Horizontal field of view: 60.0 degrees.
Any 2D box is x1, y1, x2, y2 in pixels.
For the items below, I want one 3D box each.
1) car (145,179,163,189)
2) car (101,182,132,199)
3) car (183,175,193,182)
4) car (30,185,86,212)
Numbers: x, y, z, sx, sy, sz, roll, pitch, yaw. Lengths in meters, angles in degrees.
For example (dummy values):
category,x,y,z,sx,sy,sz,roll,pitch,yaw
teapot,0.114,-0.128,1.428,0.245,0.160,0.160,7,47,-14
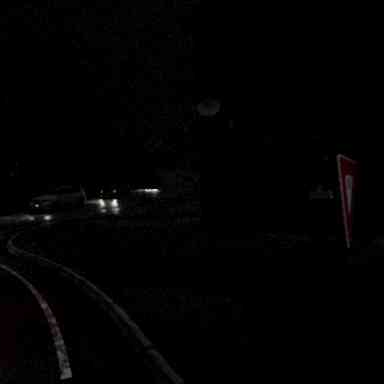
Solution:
category,x,y,z,sx,sy,sz,roll,pitch,yaw
car,-5.979,-1.260,52.133,1.994,1.385,4.181,0,5,11
car,-8.996,-0.263,39.630,2.097,1.767,4.553,0,5,16
car,-0.762,-2.817,67.901,1.882,1.535,5.008,0,5,2
car,-12.044,0.540,30.328,2.150,2.045,5.566,0,5,20
